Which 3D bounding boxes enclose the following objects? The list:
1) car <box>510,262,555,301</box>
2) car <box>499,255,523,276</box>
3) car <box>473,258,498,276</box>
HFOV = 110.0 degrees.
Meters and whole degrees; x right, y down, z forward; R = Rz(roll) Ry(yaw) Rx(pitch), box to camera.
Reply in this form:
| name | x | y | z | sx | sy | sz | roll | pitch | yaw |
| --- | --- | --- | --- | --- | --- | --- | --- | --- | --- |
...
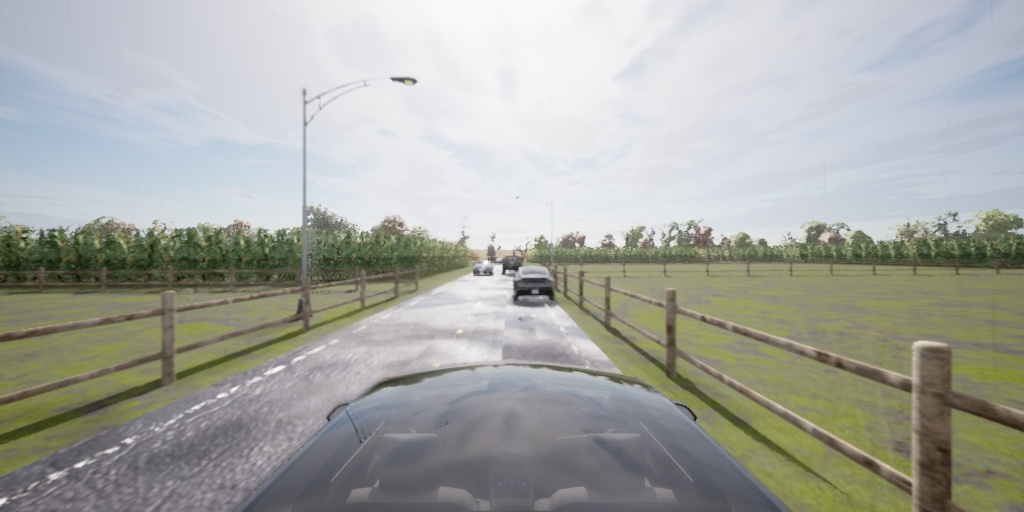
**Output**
| name | x | y | z | sx | sy | sz | roll | pitch | yaw |
| --- | --- | --- | --- | --- | --- | --- | --- | --- | --- |
| car | 0.963 | 1.236 | 17.238 | 1.837 | 1.490 | 4.892 | 0 | 0 | 0 |
| car | 0.038 | 0.912 | 39.629 | 2.150 | 2.045 | 5.566 | 0 | 0 | 0 |
| car | -2.838 | 1.193 | 36.216 | 2.128 | 1.511 | 4.902 | 0 | 0 | 0 |
